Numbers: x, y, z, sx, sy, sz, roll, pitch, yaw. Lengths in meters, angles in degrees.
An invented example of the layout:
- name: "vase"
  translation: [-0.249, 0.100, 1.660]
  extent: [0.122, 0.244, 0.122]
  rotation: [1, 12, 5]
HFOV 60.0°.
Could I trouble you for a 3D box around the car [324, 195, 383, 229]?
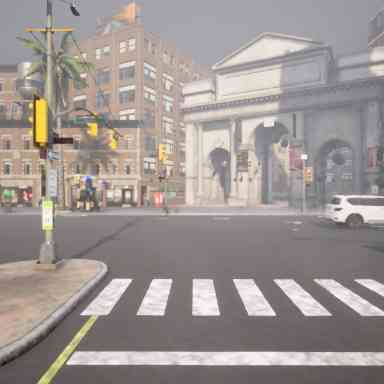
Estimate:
- name: "car"
  translation: [11.297, 1.221, 20.948]
  extent: [5.566, 2.045, 2.150]
  rotation: [0, 0, 0]
